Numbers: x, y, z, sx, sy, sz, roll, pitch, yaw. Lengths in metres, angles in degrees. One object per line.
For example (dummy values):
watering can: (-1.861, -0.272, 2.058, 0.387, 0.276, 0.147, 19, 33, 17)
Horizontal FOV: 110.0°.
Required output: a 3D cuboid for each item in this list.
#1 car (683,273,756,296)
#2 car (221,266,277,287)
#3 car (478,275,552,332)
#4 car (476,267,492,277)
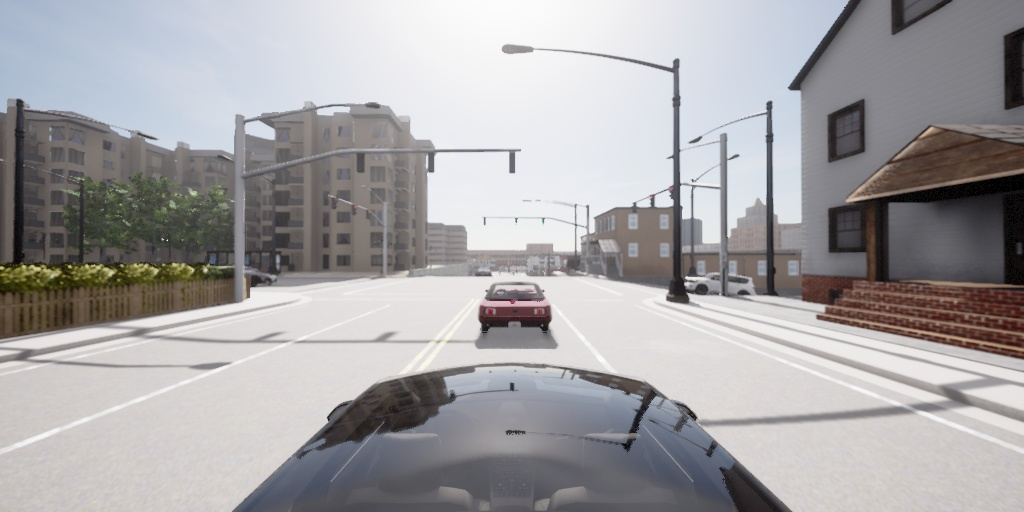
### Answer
car: (16.780, 2.398, 29.297, 5.566, 2.045, 2.150, 9, -1, 1)
car: (-19.797, 1.450, 26.108, 4.902, 1.511, 2.128, 0, 0, 1)
car: (0.090, 1.432, 11.137, 1.895, 1.301, 4.718, 0, 0, 0)
car: (-3.564, 2.154, 46.064, 1.812, 1.442, 4.674, 0, -5, 0)
